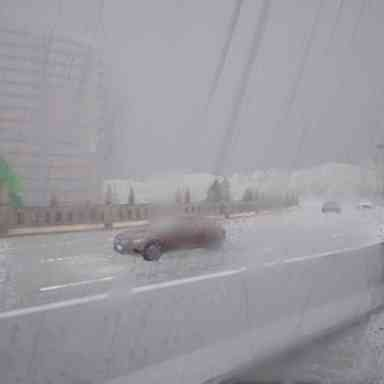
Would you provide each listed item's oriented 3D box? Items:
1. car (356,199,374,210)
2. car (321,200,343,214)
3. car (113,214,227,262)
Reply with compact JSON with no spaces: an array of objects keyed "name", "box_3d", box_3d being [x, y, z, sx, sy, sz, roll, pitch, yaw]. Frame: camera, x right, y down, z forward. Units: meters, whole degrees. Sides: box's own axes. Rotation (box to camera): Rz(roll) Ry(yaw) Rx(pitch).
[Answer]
[{"name":"car","box_3d":[24.419,1.768,47.052,1.812,1.442,4.674,0,0,23]},{"name":"car","box_3d":[16.144,1.705,38.205,1.837,1.490,4.892,0,-1,29]},{"name":"car","box_3d":[-0.661,1.592,12.640,4.674,1.442,1.812,0,0,-41]}]
